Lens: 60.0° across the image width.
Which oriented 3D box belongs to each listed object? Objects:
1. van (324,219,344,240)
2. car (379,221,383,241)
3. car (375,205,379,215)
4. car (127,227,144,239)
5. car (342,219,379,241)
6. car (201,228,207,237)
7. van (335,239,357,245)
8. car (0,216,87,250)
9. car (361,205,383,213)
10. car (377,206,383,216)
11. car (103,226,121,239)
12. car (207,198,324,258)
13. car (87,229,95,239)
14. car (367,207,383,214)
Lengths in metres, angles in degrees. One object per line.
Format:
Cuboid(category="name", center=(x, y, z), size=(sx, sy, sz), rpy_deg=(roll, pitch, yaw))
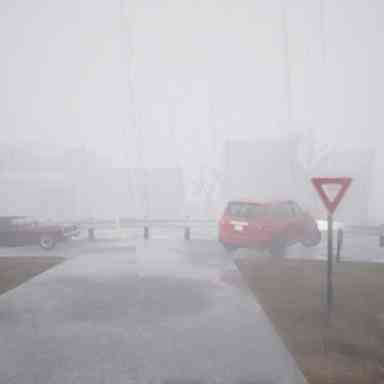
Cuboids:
Cuboid(category="van", center=(14.436, 4.240, 37.512), size=(1.878, 1.987, 4.442), rpy_deg=(0, 0, -18))
Cuboid(category="car", center=(20.407, 4.213, 37.212), size=(2.435, 2.045, 5.566), rpy_deg=(0, 0, -18))
Cuboid(category="car", center=(41.039, 3.946, 70.384), size=(4.553, 1.767, 2.185), rpy_deg=(-1, 0, -17))
Cuboid(category="car", center=(-6.212, 4.493, 37.958), size=(2.163, 1.488, 4.792), rpy_deg=(0, 0, -18))
Cuboid(category="car", center=(17.449, 4.214, 37.296), size=(2.435, 2.045, 5.566), rpy_deg=(0, 0, -18))
Cuboid(category="car", center=(2.637, 4.340, 37.763), size=(2.185, 1.767, 4.553), rpy_deg=(0, 0, -18))
Cuboid(category="van", center=(10.720, 4.442, 20.442), size=(1.878, 1.987, 4.442), rpy_deg=(0, 1, -18))
Cuboid(category="car", center=(-7.223, 1.677, 14.039), size=(4.718, 1.301, 1.895), rpy_deg=(-2, 1, 2))
Cuboid(category="car", center=(41.437, 3.878, 76.388), size=(4.553, 1.767, 2.185), rpy_deg=(-1, 1, -17))
Cuboid(category="car", center=(40.916, 4.106, 67.385), size=(5.008, 1.535, 2.097), rpy_deg=(-1, 1, -17))
Cuboid(category="car", center=(-9.252, 4.461, 38.237), size=(1.946, 1.575, 5.366), rpy_deg=(0, 0, -18))
Cuboid(category="car", center=(3.204, 1.259, 13.297), size=(2.150, 2.045, 5.566), rpy_deg=(3, 2, 38))
Cuboid(category="car", center=(-12.139, 4.462, 38.148), size=(2.097, 1.535, 5.008), rpy_deg=(0, 0, -18))
Cuboid(category="car", center=(41.238, 4.078, 73.388), size=(4.674, 1.452, 2.002), rpy_deg=(-1, 0, -17))
